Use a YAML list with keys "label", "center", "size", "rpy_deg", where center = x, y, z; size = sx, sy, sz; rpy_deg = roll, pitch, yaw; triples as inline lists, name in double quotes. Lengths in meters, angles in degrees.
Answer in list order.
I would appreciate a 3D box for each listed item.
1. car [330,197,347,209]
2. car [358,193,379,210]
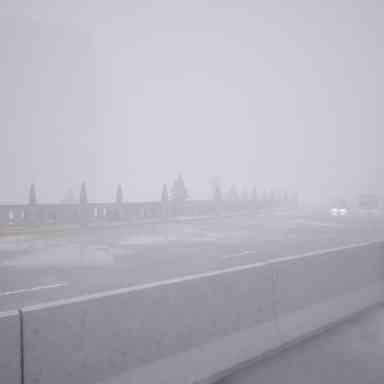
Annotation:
- label: "car"
  center: [20.420, 1.490, 46.282]
  size: [2.128, 1.511, 4.902]
  rpy_deg: [0, 0, 24]
- label: "car"
  center: [23.359, 1.219, 44.213]
  size: [2.150, 2.045, 5.566]
  rpy_deg: [0, 0, 24]
